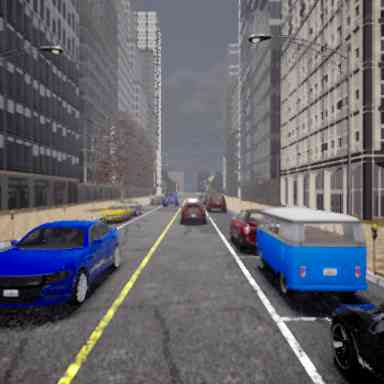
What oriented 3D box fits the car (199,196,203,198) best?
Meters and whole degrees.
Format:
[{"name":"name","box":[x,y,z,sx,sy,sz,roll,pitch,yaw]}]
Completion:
[{"name":"car","box":[0.103,1.482,42.163,1.895,1.301,4.718,0,0,0]}]

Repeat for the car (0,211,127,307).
[{"name":"car","box":[-3.101,1.458,8.205,1.882,1.535,5.008,0,0,0]}]

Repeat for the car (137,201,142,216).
[{"name":"car","box":[-5.686,1.467,31.111,2.008,1.369,4.403,0,0,0]}]

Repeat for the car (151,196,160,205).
[{"name":"car","box":[-5.683,1.394,53.880,2.008,1.369,4.403,0,0,0]}]

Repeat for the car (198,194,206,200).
[{"name":"car","box":[2.700,1.282,88.020,1.947,1.339,4.313,0,0,0]}]

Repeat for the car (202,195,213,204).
[{"name":"car","box":[2.698,1.348,59.728,1.752,1.417,4.829,0,0,0]}]

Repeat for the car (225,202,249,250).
[{"name":"car","box":[2.694,1.405,14.022,1.967,1.590,4.097,0,0,0]}]

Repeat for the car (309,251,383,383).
[{"name":"car","box":[2.693,1.559,2.637,1.947,1.339,4.313,0,0,0]}]

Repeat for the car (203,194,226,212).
[{"name":"car","box":[2.697,1.213,36.790,2.192,1.841,5.009,0,0,0]}]

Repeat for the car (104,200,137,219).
[{"name":"car","box":[-5.686,1.459,25.247,1.752,1.417,4.829,0,0,0]}]

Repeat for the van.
[{"name":"van","box":[2.694,1.321,8.330,1.690,1.788,3.998,0,0,0]}]

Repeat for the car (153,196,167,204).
[{"name":"car","box":[-5.683,1.389,59.572,1.947,1.339,4.313,0,0,0]}]

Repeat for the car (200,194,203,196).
[{"name":"car","box":[2.698,1.177,48.174,2.192,1.841,5.009,0,0,0]}]

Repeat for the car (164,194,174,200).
[{"name":"car","box":[-5.681,1.289,82.341,2.008,1.369,4.403,0,0,0]}]

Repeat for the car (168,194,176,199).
[{"name":"car","box":[-5.680,1.239,93.725,1.887,1.381,4.507,0,0,0]}]

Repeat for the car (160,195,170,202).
[{"name":"car","box":[-5.682,1.364,70.955,1.802,1.307,4.206,0,0,0]}]

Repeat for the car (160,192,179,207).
[{"name":"car","box":[-3.080,1.081,49.041,2.150,2.045,5.566,0,0,0]}]

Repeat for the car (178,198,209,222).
[{"name":"car","box":[0.102,1.459,25.175,1.812,1.442,4.674,0,0,0]}]
